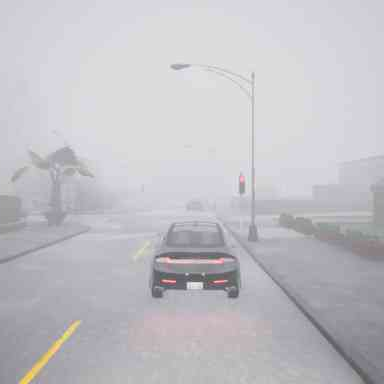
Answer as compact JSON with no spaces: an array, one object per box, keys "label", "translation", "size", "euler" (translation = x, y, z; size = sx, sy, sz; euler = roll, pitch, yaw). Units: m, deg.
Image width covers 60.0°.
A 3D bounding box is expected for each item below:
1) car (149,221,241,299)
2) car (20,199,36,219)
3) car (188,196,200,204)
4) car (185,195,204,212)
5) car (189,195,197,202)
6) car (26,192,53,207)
[{"label":"car","translation":[0.087,1.491,8.471],"size":[2.128,1.511,4.902],"euler":[0,0,1]},{"label":"car","translation":[-15.442,1.525,26.661],"size":[4.674,1.442,1.812],"euler":[0,0,1]},{"label":"car","translation":[0.375,1.488,64.293],"size":[2.128,1.511,4.902],"euler":[0,0,0]},{"label":"car","translation":[0.263,1.490,38.021],"size":[2.128,1.511,4.902],"euler":[0,0,3]},{"label":"car","translation":[0.346,1.475,80.526],"size":[1.882,1.535,5.008],"euler":[0,0,0]},{"label":"car","translation":[-19.576,0.984,42.937],"size":[1.905,1.878,3.866],"euler":[0,0,35]}]
